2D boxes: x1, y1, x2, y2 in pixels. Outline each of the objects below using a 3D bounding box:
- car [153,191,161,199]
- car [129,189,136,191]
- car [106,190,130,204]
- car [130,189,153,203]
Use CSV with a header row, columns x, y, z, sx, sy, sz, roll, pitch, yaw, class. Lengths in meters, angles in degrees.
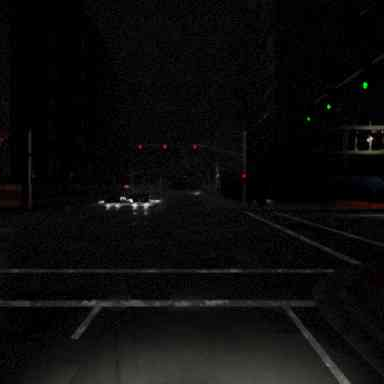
x,y,z,sx,sy,sz,roll,pitch,yaw,class
-6.991,0.532,63.146,2.128,1.511,4.902,0,1,1,car
-10.479,0.639,63.368,1.895,1.301,4.718,0,1,0,car
-10.553,0.839,46.590,2.033,1.411,5.357,0,1,0,car
-7.051,0.790,46.946,1.837,1.490,4.892,0,1,0,car
